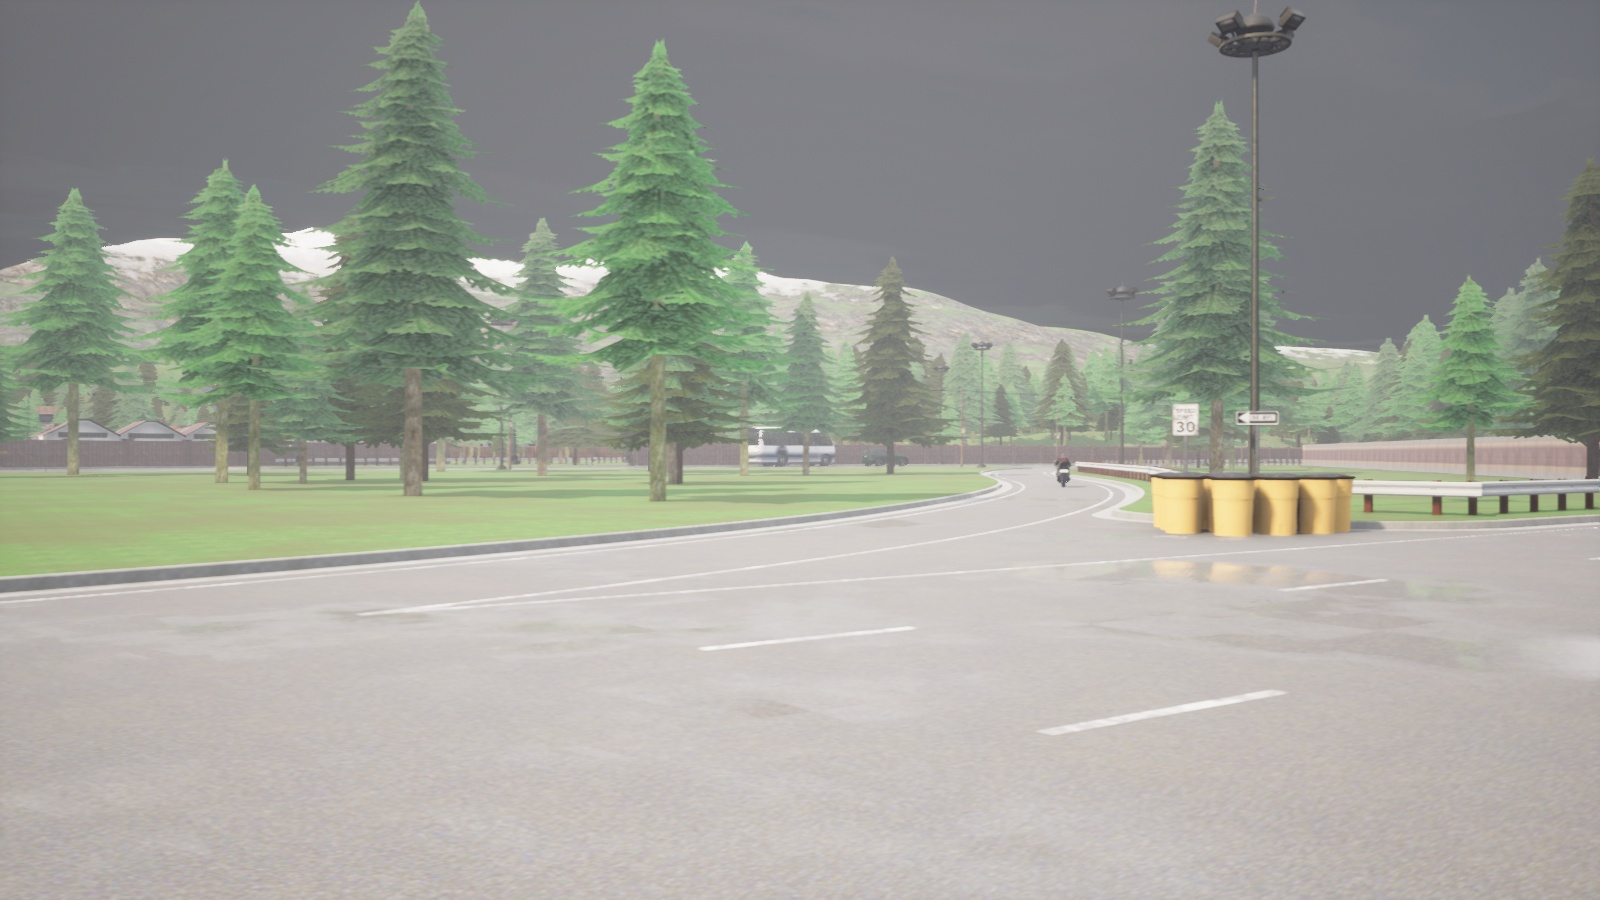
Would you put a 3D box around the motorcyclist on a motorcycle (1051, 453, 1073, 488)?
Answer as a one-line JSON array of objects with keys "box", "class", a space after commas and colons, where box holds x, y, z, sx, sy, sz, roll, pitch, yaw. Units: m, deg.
[{"box": [11.761, 0.893, 56.382, 0.866, 1.530, 2.191, 0, 0, 10], "class": "motorcyclist on a motorcycle"}]
